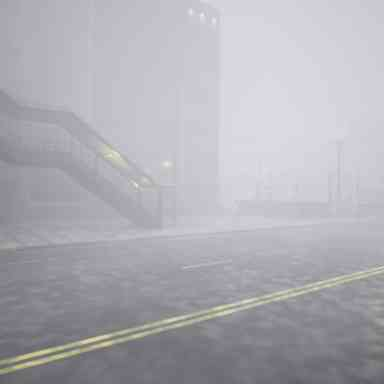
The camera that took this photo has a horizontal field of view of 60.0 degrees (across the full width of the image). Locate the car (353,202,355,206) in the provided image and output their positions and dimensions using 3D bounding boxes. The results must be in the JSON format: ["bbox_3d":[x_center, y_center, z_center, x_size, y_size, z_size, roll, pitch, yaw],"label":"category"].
[{"bbox_3d":[23.290,1.782,51.778,4.553,1.767,2.185,1,0,-36],"label":"car"}]

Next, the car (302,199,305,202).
[{"bbox_3d":[18.816,1.933,57.920,4.193,1.474,1.816,1,0,-36],"label":"car"}]
